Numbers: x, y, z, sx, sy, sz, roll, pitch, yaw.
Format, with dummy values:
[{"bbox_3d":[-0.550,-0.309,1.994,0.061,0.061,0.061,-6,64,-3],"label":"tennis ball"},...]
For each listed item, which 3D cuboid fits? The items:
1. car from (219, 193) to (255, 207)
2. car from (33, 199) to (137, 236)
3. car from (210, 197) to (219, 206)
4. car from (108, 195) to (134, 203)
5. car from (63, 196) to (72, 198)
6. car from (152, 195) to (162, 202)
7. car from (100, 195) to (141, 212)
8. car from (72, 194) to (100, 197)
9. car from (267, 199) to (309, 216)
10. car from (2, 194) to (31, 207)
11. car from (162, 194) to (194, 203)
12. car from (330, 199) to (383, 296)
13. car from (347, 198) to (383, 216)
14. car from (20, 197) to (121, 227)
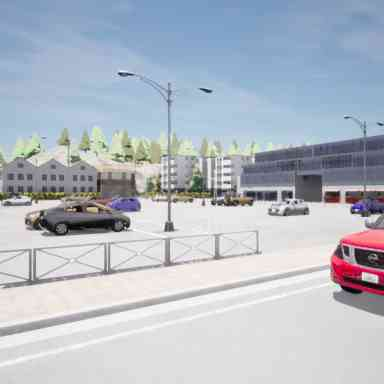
[{"bbox_3d":[6.608,1.097,46.982,4.605,1.855,1.932,0,0,-33],"label":"car"},{"bbox_3d":[-5.474,1.340,17.238,4.514,1.523,2.007,0,0,-33],"label":"car"},{"bbox_3d":[4.698,1.077,49.211,3.866,1.878,1.905,0,0,-33],"label":"car"},{"bbox_3d":[-13.811,1.298,64.541,4.514,1.523,2.007,0,0,-33],"label":"car"},{"bbox_3d":[-18.524,1.097,53.307,4.605,1.855,1.932,0,0,-33],"label":"car"},{"bbox_3d":[-5.898,1.232,65.239,3.806,1.475,1.970,0,0,-33],"label":"car"},{"bbox_3d":[-7.097,1.320,33.969,3.633,1.501,1.845,0,0,-33],"label":"car"},{"bbox_3d":[-12.431,1.298,42.420,4.514,1.523,2.007,0,0,-33],"label":"car"},{"bbox_3d":[8.618,1.384,29.761,3.806,1.475,1.970,0,0,-33],"label":"car"},{"bbox_3d":[-25.655,1.361,48.719,3.806,1.475,1.970,0,0,-33],"label":"car"},{"bbox_3d":[-2.176,1.153,60.001,5.027,1.636,2.152,0,0,-33],"label":"car"},{"bbox_3d":[5.578,1.221,7.605,5.566,2.045,2.150,0,0,-33],"label":"car"},{"bbox_3d":[16.477,1.374,31.235,3.633,1.501,1.845,0,0,-33],"label":"car"},{"bbox_3d":[-7.204,1.330,19.855,5.027,1.636,2.152,0,0,-33],"label":"car"}]
